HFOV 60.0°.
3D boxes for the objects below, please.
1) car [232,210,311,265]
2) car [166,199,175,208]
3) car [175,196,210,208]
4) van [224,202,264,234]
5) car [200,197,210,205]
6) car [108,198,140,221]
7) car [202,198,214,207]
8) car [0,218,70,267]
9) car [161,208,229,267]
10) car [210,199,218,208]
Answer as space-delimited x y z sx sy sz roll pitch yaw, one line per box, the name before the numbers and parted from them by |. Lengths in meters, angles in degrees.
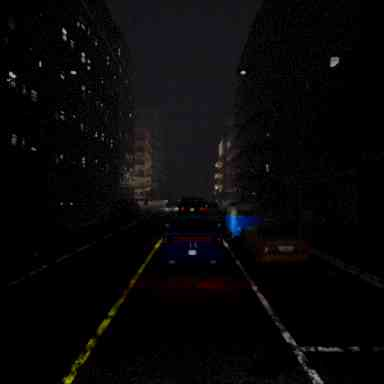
car | 2.678 1.584 11.764 1.752 1.417 4.829 -1 0 0
car | -3.086 1.800 52.496 1.812 1.442 4.674 0 0 0
car | 0.037 1.356 26.433 2.150 2.045 5.566 0 0 1
van | 2.675 1.427 17.280 1.690 1.788 3.998 -1 0 0
car | 2.670 1.805 68.441 1.967 1.590 4.097 -1 0 0
car | -5.707 1.460 28.652 2.192 1.841 5.009 -1 0 0
car | 2.673 1.845 57.071 1.887 1.381 4.507 -1 0 0
car | -5.701 1.623 11.597 1.947 1.339 4.313 -1 0 0
car | 0.038 1.535 11.650 1.882 1.535 5.008 0 0 1
car | 2.675 1.788 45.701 2.008 1.369 4.403 -1 0 0
